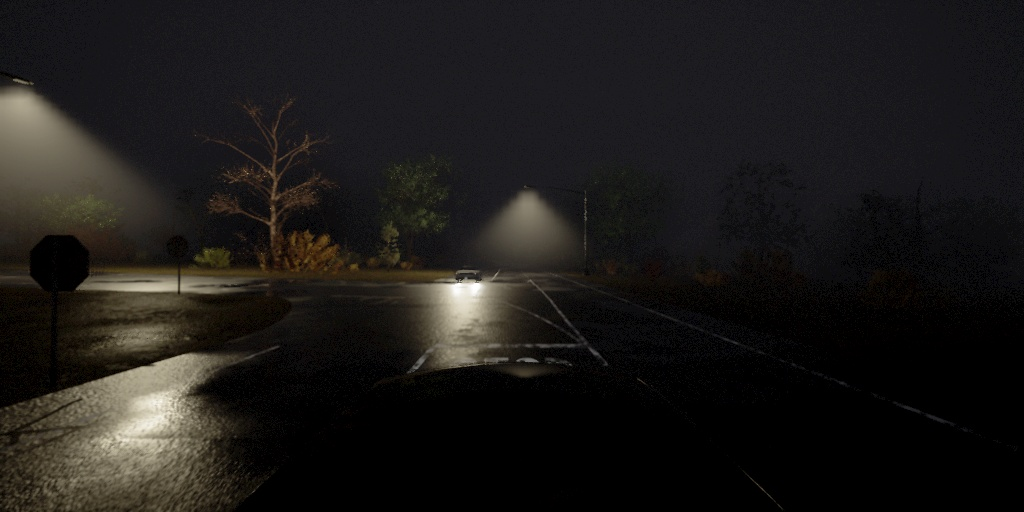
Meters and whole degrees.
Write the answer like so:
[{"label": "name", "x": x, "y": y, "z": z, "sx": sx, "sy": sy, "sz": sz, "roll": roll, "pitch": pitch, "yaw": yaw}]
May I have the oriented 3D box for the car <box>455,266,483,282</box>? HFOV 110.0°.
[{"label": "car", "x": -3.570, "y": 1.505, "z": 30.027, "sx": 1.895, "sy": 1.301, "sz": 4.718, "roll": 1, "pitch": -2, "yaw": 0}]
